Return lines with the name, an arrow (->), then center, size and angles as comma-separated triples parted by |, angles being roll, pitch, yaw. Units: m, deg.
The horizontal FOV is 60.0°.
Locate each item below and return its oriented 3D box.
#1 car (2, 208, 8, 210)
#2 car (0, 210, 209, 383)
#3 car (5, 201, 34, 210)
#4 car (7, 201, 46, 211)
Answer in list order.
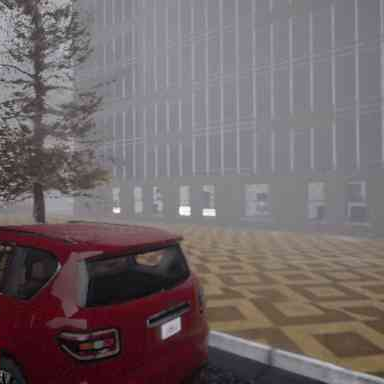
car -> -6.660, 1.324, 7.638 | 5.009, 1.841, 2.192 | 0, -1, 36
car -> -2.134, 1.319, 4.409 | 5.009, 1.841, 2.192 | 0, -1, 36
car -> -20.774, 1.787, 40.001 | 1.967, 1.590, 4.097 | -2, -2, 35
car -> -24.430, 2.045, 49.256 | 1.752, 1.417, 4.829 | -2, -2, 35
